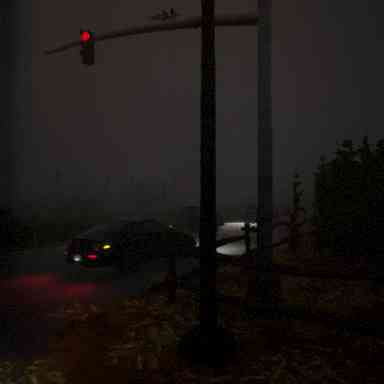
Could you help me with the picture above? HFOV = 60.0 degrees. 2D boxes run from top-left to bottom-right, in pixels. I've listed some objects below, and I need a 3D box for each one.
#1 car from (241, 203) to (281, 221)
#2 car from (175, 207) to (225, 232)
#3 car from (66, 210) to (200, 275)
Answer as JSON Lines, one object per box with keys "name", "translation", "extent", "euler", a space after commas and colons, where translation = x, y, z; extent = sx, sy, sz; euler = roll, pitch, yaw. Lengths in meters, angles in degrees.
{"name": "car", "translation": [5.490, 1.576, 26.219], "extent": [1.994, 1.385, 4.181], "euler": [0, 0, 35]}
{"name": "car", "translation": [-0.150, 1.552, 18.115], "extent": [2.033, 1.411, 5.357], "euler": [0, 0, 35]}
{"name": "car", "translation": [-1.702, 1.527, 10.522], "extent": [1.812, 1.442, 4.674], "euler": [-1, 0, 33]}
